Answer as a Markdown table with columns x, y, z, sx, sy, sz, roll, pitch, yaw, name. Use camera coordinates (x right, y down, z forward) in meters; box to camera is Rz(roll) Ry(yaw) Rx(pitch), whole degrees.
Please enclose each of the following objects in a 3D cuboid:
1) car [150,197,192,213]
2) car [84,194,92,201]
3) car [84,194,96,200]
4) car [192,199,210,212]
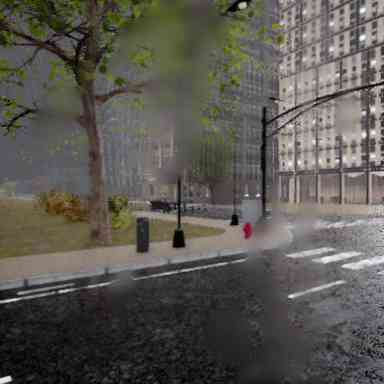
| x | y | z | sx | sy | sz | roll | pitch | yaw | name |
| --- | --- | --- | --- | --- | --- | --- | --- | --- | --- |
| -2.531 | 1.290 | 33.489 | 2.128 | 1.511 | 4.902 | 1 | 0 | -34 | car |
| -15.435 | 1.287 | 52.912 | 1.812 | 1.442 | 4.674 | 1 | 0 | -33 | car |
| -26.925 | 1.274 | 87.682 | 1.837 | 1.490 | 4.892 | 1 | 0 | -34 | car |
| -0.117 | 1.428 | 35.722 | 1.895 | 1.301 | 4.718 | 1 | 0 | -34 | car |
